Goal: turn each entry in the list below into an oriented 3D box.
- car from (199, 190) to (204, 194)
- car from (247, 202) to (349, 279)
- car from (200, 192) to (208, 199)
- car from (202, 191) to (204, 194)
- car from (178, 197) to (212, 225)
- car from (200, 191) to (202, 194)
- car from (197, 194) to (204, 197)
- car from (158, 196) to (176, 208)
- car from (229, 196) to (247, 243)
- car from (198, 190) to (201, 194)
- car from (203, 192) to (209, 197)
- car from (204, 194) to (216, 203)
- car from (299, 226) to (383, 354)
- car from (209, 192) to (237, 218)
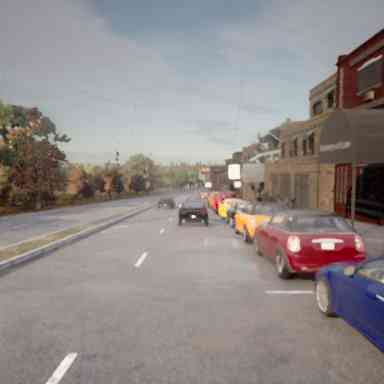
[{"bbox_3d":[3.195,0.960,76.416,1.946,1.575,5.366,0,0,0],"label":"car"},{"bbox_3d":[3.221,1.286,10.024,2.185,1.767,4.553,0,0,0],"label":"car"},{"bbox_3d":[3.191,0.885,87.468,1.946,1.575,5.366,0,0,0],"label":"car"},{"bbox_3d":[3.205,0.987,54.224,2.185,1.767,4.553,0,0,0],"label":"car"},{"bbox_3d":[0.091,1.324,22.613,1.882,1.535,5.008,0,0,0],"label":"car"},{"bbox_3d":[3.200,1.040,65.174,2.231,1.521,4.892,0,0,0],"label":"car"},{"bbox_3d":[0.084,1.276,40.044,2.033,1.411,5.357,0,0,0],"label":"car"},{"bbox_3d":[-3.166,1.223,41.818,1.837,1.490,4.892,0,1,0],"label":"car"},{"bbox_3d":[3.219,1.249,15.549,2.185,1.767,4.553,0,0,0],"label":"car"},{"bbox_3d":[3.196,0.801,81.725,2.185,1.767,4.553,0,0,0],"label":"car"},{"bbox_3d":[3.207,1.024,48.699,2.185,1.767,4.553,0,0,0],"label":"car"},{"bbox_3d":[3.203,1.116,59.654,2.002,1.452,4.674,0,0,0],"label":"car"},{"bbox_3d":[3.224,1.490,4.403,2.002,1.452,4.674,0,0,0],"label":"car"},{"bbox_3d":[3.213,1.011,32.057,2.435,2.045,5.566,0,0,0],"label":"car"}]
